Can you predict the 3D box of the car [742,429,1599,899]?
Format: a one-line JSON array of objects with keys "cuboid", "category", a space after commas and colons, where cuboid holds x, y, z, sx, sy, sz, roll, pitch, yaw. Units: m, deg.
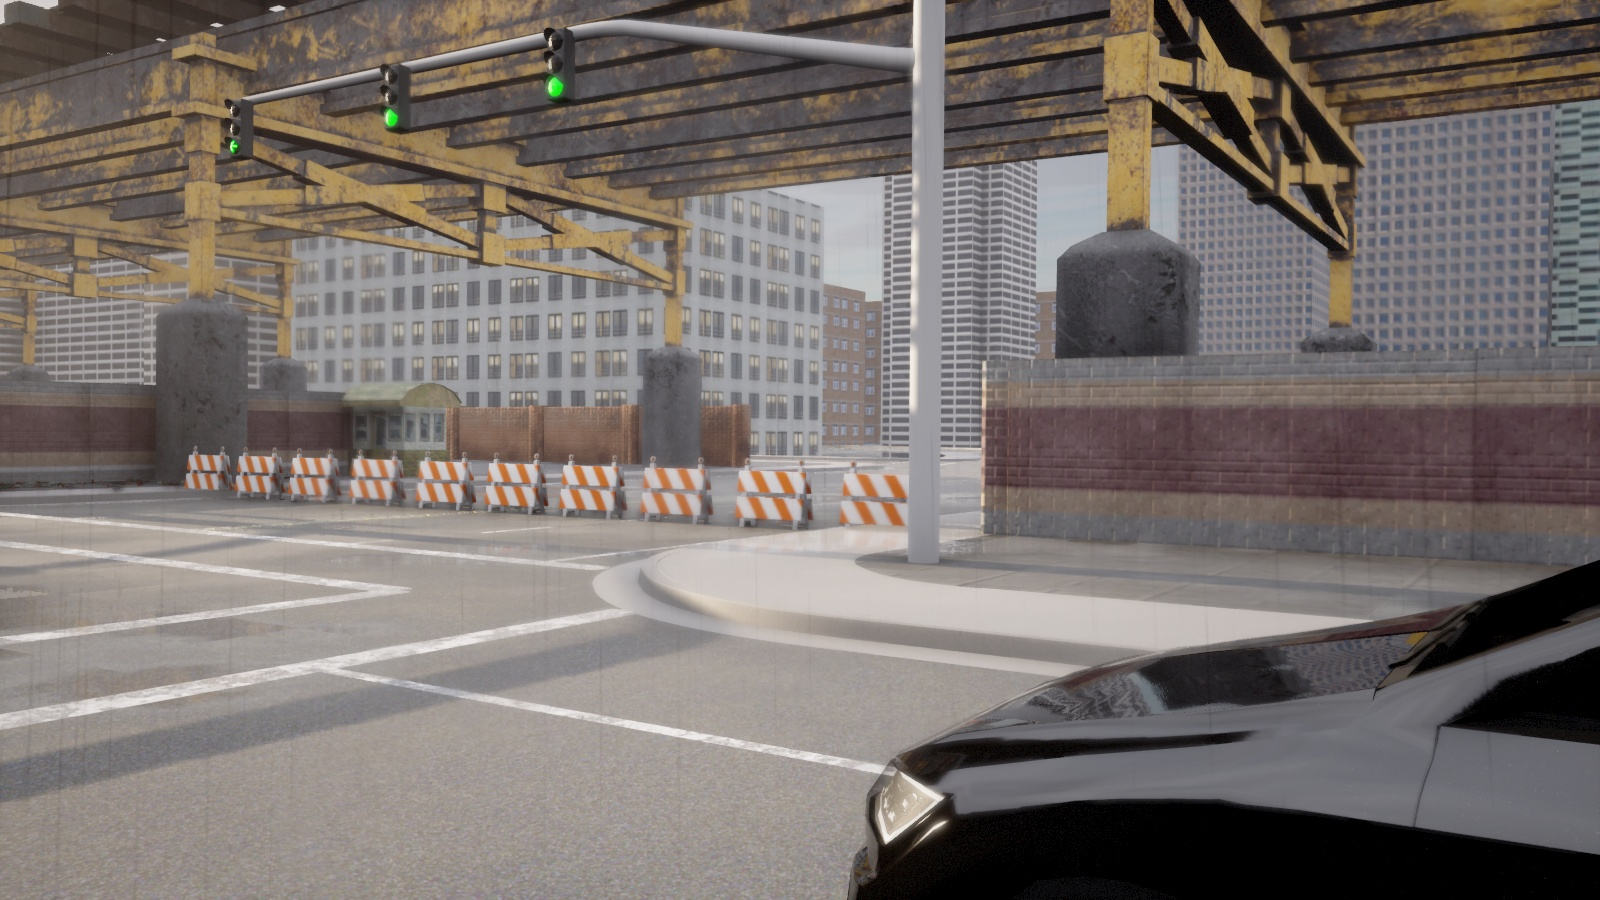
[{"cuboid": [2.136, 0.696, 2.204, 4.193, 1.474, 1.816, 0, 1, 34], "category": "car"}]
